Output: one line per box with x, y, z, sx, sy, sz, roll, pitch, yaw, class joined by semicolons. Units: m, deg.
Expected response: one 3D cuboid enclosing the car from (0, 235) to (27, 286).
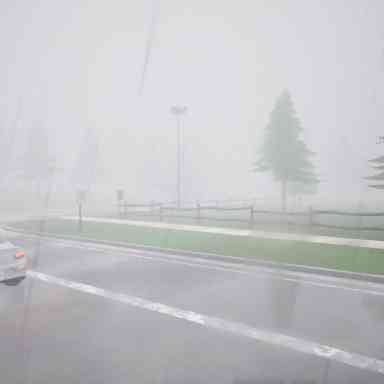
-5.839;1.525;8.108;4.674;1.442;1.812;0;0;36;car
